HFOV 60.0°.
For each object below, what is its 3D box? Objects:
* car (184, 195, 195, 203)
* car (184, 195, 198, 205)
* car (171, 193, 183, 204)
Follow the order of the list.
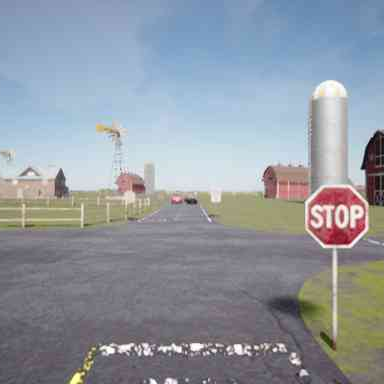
[{"bbox_3d":[-0.657,1.475,71.415,1.882,1.535,5.008,0,0,-6],"label":"car"},{"bbox_3d":[-0.002,1.502,61.305,1.882,1.535,5.008,0,0,-2],"label":"car"},{"bbox_3d":[-2.935,1.241,65.375,2.150,2.045,5.566,0,0,-2],"label":"car"}]
